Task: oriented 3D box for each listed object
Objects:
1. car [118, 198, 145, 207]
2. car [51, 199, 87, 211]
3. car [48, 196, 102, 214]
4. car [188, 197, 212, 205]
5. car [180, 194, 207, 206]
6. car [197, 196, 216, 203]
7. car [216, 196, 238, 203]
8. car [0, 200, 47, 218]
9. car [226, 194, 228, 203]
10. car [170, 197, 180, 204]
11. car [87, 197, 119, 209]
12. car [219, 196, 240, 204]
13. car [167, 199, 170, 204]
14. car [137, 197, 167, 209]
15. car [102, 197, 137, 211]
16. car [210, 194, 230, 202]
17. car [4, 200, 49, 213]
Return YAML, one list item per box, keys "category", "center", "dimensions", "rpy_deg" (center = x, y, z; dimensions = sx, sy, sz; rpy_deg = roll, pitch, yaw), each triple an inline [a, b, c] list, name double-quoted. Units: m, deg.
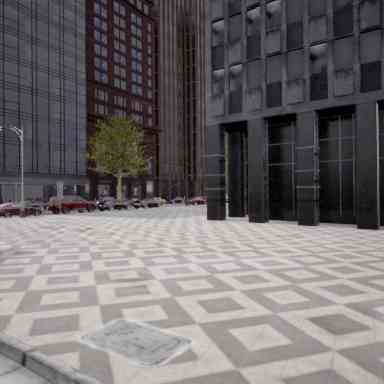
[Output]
- category: "car"
  center: [-9.584, 1.612, 52.697]
  dimensions: [1.802, 1.307, 4.206]
  rpy_deg: [-1, 0, 35]
- category: "car"
  center: [-15.977, 1.641, 43.405]
  dimensions: [1.802, 1.307, 4.206]
  rpy_deg: [-1, 0, 35]
- category: "car"
  center: [-12.154, 1.289, 33.926]
  dimensions: [2.192, 1.841, 5.009]
  rpy_deg: [-1, 0, 35]
- category: "car"
  center: [1.478, 1.539, 58.274]
  dimensions: [1.895, 1.301, 4.718]
  rpy_deg: [-1, 0, 34]
- category: "car"
  center: [0.631, 1.462, 52.507]
  dimensions: [1.887, 1.381, 4.507]
  rpy_deg: [-1, 0, 35]
- category: "car"
  center: [3.202, 1.534, 71.282]
  dimensions: [1.887, 1.381, 4.507]
  rpy_deg: [-1, 0, 35]
- category: "car"
  center: [7.141, 1.469, 66.503]
  dimensions: [2.033, 1.411, 5.357]
  rpy_deg: [-1, 0, 35]
- category: "car"
  center: [-15.348, 1.576, 29.279]
  dimensions: [1.802, 1.307, 4.206]
  rpy_deg: [-1, 0, 35]
- category: "car"
  center: [3.826, 1.222, 57.154]
  dimensions: [2.192, 1.841, 5.009]
  rpy_deg: [-1, 0, 35]
- category: "car"
  center: [-3.191, 1.574, 61.990]
  dimensions: [1.947, 1.339, 4.313]
  rpy_deg: [-1, 0, 35]
- category: "car"
  center: [-12.782, 1.483, 48.051]
  dimensions: [1.967, 1.590, 4.097]
  rpy_deg: [-1, 0, 35]
- category: "car"
  center: [7.024, 1.463, 61.797]
  dimensions: [1.947, 1.339, 4.313]
  rpy_deg: [-1, 0, 35]
- category: "car"
  center: [-6.484, 1.544, 57.203]
  dimensions: [1.752, 1.417, 4.829]
  rpy_deg: [-1, 0, 35]
- category: "car"
  center: [-5.760, 1.508, 43.215]
  dimensions: [1.947, 1.339, 4.313]
  rpy_deg: [-1, 0, 35]
- category: "car"
  center: [-8.956, 1.524, 38.570]
  dimensions: [1.947, 1.339, 4.313]
  rpy_deg: [-1, 0, 35]
- category: "car"
  center: [6.397, 1.295, 75.929]
  dimensions: [2.192, 1.841, 5.009]
  rpy_deg: [-1, 0, 35]
- category: "car"
  center: [-19.173, 1.641, 38.760]
  dimensions: [1.947, 1.339, 4.313]
  rpy_deg: [-1, 0, 35]
